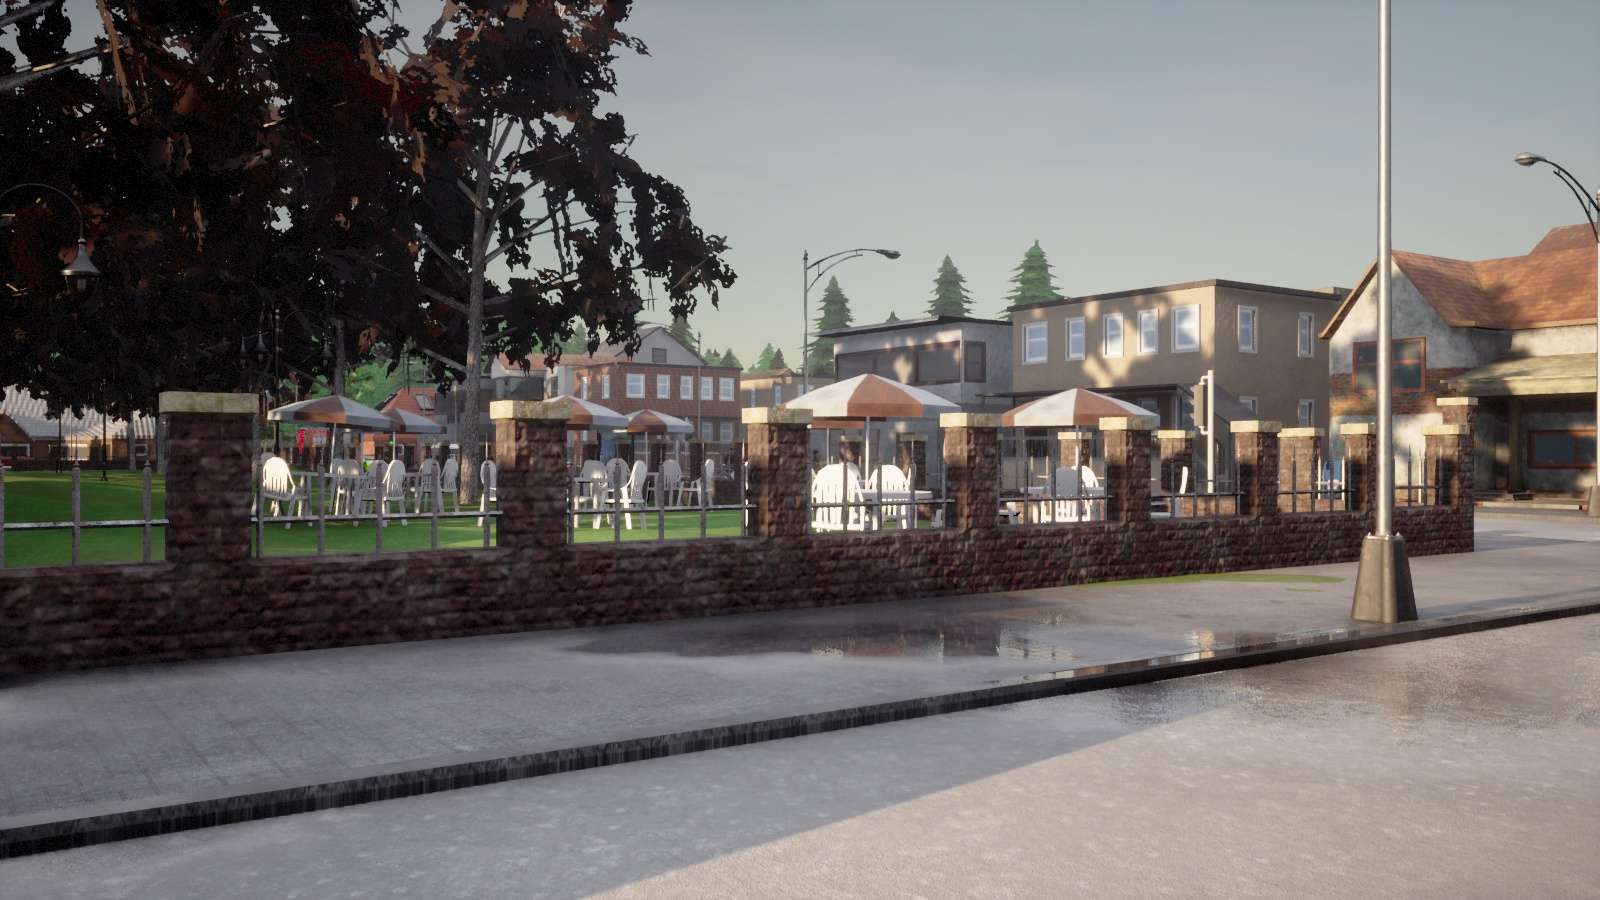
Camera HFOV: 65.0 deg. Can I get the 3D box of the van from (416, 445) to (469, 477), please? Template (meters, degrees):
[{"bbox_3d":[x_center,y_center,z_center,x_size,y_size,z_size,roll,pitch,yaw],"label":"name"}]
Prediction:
[{"bbox_3d":[-24.031,0.725,84.316,2.069,2.038,4.480,0,0,-35],"label":"van"}]

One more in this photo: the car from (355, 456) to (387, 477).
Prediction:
[{"bbox_3d":[-28.675,1.066,83.927,1.481,1.376,2.207,0,-1,-36],"label":"car"}]
